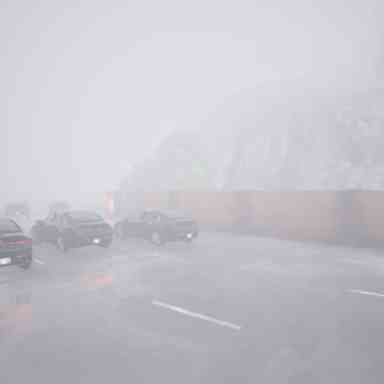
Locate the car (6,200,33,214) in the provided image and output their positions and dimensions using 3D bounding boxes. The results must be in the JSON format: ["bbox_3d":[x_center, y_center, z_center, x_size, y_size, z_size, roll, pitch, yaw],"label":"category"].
[{"bbox_3d":[-15.683,1.522,30.132,1.837,1.490,4.892,0,0,-25],"label":"car"}]

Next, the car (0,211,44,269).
[{"bbox_3d":[-6.459,1.508,10.180,1.837,1.490,4.892,0,0,-44],"label":"car"}]

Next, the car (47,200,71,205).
[{"bbox_3d":[-13.059,1.536,32.827,1.837,1.490,4.892,0,0,-23],"label":"car"}]

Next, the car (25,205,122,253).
[{"bbox_3d":[-5.109,1.521,13.875,1.837,1.490,4.892,0,0,-43],"label":"car"}]

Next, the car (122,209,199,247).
[{"bbox_3d":[-1.780,1.534,15.382,1.837,1.490,4.892,0,0,-44],"label":"car"}]
